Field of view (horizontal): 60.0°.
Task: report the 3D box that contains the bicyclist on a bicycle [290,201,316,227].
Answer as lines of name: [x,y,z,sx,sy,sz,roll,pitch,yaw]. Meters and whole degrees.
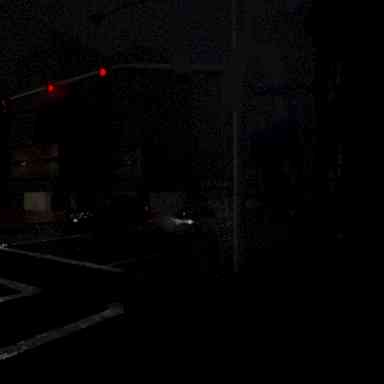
bicyclist on a bicycle: [6.659,1.343,19.775,1.656,1.620,0.582,-1,0,35]

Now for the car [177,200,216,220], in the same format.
car: [0.468,1.678,30.036,1.994,1.385,4.181,0,0,35]

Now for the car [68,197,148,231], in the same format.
car: [-5.302,1.336,21.890,2.150,2.045,5.566,0,0,35]

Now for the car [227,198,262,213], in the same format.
car: [6.321,1.592,38.285,1.882,1.535,5.008,0,0,35]

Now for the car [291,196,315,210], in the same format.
car: [14.814,1.442,43.993,2.097,1.767,4.553,0,0,36]

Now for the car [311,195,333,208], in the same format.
car: [20.372,1.442,51.932,2.097,1.767,4.553,0,0,35]
